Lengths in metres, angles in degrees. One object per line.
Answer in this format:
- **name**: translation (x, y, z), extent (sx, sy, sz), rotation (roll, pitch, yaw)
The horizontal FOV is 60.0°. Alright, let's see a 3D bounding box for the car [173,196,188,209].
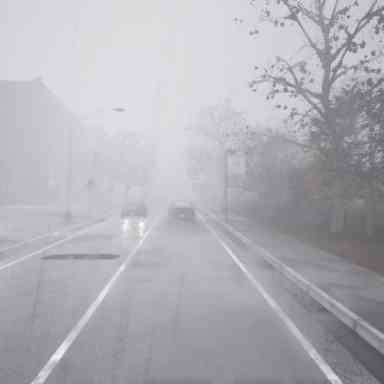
- **car**: translation (-1.502, 1.313, 41.788), extent (1.812, 1.442, 4.674), rotation (0, 0, -2)

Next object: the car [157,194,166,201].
- **car**: translation (-6.230, 1.161, 68.844), extent (1.812, 1.442, 4.674), rotation (0, 0, -2)

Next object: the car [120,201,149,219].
- **car**: translation (-4.598, 1.426, 27.257), extent (1.994, 1.385, 4.181), rotation (0, 0, -2)

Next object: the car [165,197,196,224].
- **car**: translation (-0.762, 1.358, 23.930), extent (1.882, 1.535, 5.008), rotation (0, 0, -2)
